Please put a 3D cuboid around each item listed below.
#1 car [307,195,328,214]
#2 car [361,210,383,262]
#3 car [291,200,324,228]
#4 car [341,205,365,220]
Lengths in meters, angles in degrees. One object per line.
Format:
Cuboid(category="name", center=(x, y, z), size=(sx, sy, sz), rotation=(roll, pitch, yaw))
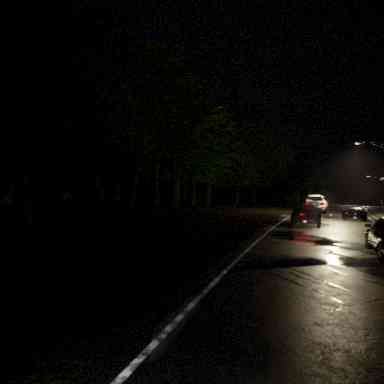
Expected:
Cuboid(category="car", center=(14.674, 1.411, 39.170), size=(2.150, 2.045, 5.566), rotation=(2, 0, 25))
Cuboid(category="car", center=(7.762, 1.681, 12.398), size=(1.837, 1.490, 4.892), rotation=(2, 1, 19))
Cuboid(category="car", center=(7.958, 1.582, 23.027), size=(1.837, 1.490, 4.892), rotation=(2, 1, 21))
Cuboid(category="car", center=(14.462, 1.850, 29.783), size=(1.895, 1.301, 4.718), rotation=(2, 1, 23))
